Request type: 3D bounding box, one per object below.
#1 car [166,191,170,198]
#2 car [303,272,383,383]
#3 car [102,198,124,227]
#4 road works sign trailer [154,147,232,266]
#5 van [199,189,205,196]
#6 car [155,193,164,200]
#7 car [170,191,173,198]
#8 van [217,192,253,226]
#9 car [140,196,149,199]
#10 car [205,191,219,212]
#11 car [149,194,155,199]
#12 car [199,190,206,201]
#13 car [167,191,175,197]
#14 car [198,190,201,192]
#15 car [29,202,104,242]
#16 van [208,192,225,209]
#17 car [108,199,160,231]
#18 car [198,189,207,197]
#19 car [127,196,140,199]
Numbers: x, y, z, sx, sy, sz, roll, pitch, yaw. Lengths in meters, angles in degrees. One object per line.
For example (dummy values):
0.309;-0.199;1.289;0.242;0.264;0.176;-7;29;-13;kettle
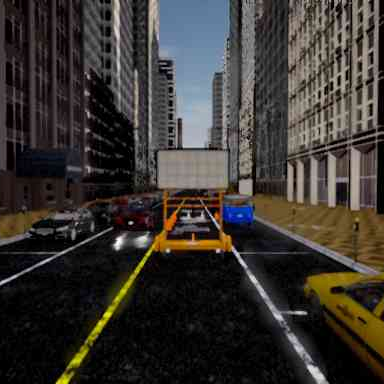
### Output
-5.607;0.821;60.450;2.008;1.369;4.403;-1;1;0;car
2.687;1.478;3.775;1.752;1.417;4.829;-1;1;0;car
-5.667;1.315;20.668;1.947;1.339;4.313;-1;1;0;car
0.034;0.330;11.026;2.380;3.560;2.880;0;1;0;road works sign trailer
2.823;0.198;94.534;1.690;1.788;3.998;-1;1;0;van
-5.625;0.958;49.084;2.008;1.369;4.403;-1;1;0;car
-5.590;0.714;71.816;1.802;1.307;4.206;-1;1;0;car
2.711;1.091;20.652;1.690;1.788;3.998;-1;1;0;van
-5.651;1.163;32.034;2.008;1.369;4.403;-1;1;0;car
2.728;0.928;32.018;2.192;1.841;5.009;-1;1;0;car
-5.642;1.126;37.717;1.802;1.307;4.206;-1;1;0;car
2.773;0.821;60.437;2.008;1.369;4.403;-1;1;0;car
-5.564;0.453;88.696;1.752;1.417;4.829;-1;1;0;car
2.805;0.310;83.167;2.192;1.841;5.009;-1;1;0;car
-5.676;1.369;14.984;2.008;1.369;4.403;-1;1;0;car
2.737;0.886;37.702;1.690;1.788;3.998;-1;1;0;van
-3.072;1.337;18.689;1.994;1.385;4.181;0;1;0;car
2.814;0.241;88.851;2.192;1.841;5.009;-1;1;0;car
-5.659;1.226;26.351;1.887;1.381;4.507;-1;1;0;car
